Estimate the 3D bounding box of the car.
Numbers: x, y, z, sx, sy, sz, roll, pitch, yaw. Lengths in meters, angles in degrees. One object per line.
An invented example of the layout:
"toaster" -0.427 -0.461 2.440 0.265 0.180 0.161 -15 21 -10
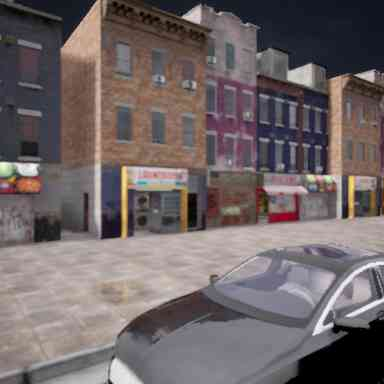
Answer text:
"car" 1.435 1.478 4.073 4.902 1.511 2.128 0 0 -35
